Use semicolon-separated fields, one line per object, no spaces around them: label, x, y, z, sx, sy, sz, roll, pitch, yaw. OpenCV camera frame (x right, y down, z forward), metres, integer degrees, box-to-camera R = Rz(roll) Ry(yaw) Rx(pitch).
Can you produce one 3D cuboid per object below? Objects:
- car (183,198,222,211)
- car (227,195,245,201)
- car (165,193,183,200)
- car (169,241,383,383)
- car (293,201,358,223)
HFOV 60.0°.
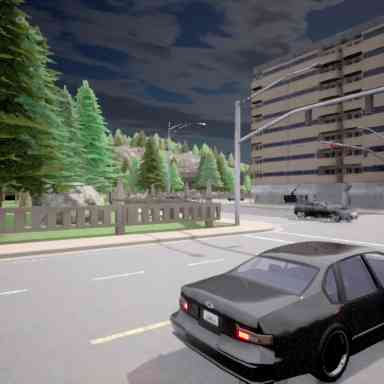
car;1.409;1.492;39.032;2.033;1.411;5.357;0;0;-28
car;10.400;1.484;78.788;2.033;1.411;5.357;0;0;40
car;-3.123;1.163;52.689;2.150;2.045;5.566;0;0;-7
car;2.277;1.547;5.414;5.357;1.411;2.033;0;0;-35
car;10.123;1.455;25.556;2.128;1.511;4.902;0;1;-35
